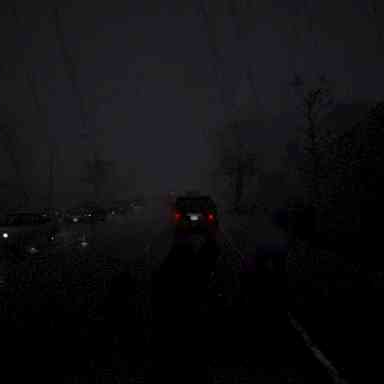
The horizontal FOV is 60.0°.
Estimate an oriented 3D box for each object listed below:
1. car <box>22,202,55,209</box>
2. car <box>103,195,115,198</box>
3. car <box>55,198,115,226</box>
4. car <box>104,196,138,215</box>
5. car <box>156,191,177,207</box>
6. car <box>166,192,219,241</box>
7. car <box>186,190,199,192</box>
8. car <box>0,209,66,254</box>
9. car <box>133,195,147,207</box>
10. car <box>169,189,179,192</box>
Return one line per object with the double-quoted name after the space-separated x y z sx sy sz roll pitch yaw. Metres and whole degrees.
-10.589 1.466 23.123 1.812 1.442 4.674 0 0 0 "car"
-10.515 1.083 42.398 1.994 1.385 4.181 0 3 0 "car"
-7.090 1.432 22.693 2.128 1.511 4.902 0 0 0 "car"
-7.042 1.430 32.487 2.033 1.411 5.357 0 1 1 "car"
-3.404 1.021 42.192 2.128 1.511 4.902 0 3 0 "car"
0.098 1.178 16.534 2.150 2.045 5.566 0 0 0 "car"
0.096 0.755 42.163 2.150 2.045 5.566 0 3 0 "car"
-7.100 1.566 13.524 1.895 1.301 4.718 0 0 0 "car"
-7.010 1.078 42.497 1.994 1.385 4.181 0 3 0 "car"
-3.411 0.149 59.301 2.033 1.411 5.357 0 3 0 "car"
